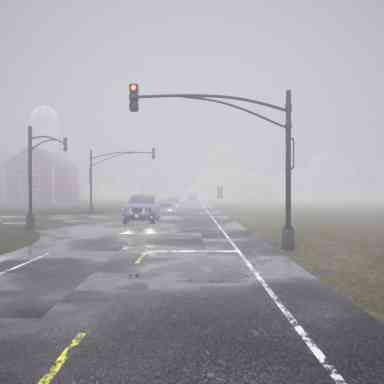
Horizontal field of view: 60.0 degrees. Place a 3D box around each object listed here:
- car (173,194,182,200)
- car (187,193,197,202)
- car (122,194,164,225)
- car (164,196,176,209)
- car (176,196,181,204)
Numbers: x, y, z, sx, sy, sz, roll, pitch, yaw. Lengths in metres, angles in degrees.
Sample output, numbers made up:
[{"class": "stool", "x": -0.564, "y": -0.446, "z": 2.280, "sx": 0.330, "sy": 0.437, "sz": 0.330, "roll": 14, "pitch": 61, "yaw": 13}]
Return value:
[{"class": "car", "x": -3.430, "y": 1.206, "z": 79.340, "sx": 1.994, "sy": 1.385, "sz": 4.181, "roll": 0, "pitch": 0, "yaw": 0}, {"class": "car", "x": 0.066, "y": 1.134, "z": 74.756, "sx": 2.150, "sy": 2.045, "sz": 5.566, "roll": 0, "pitch": 0, "yaw": 0}, {"class": "car", "x": -3.565, "y": 1.184, "z": 24.230, "sx": 2.150, "sy": 2.045, "sz": 5.566, "roll": 0, "pitch": 0, "yaw": 0}, {"class": "car", "x": -3.562, "y": 1.529, "z": 45.044, "sx": 1.994, "sy": 1.385, "sz": 4.181, "roll": 0, "pitch": 0, "yaw": 0}, {"class": "car", "x": -3.500, "y": 1.415, "z": 63.262, "sx": 1.882, "sy": 1.535, "sz": 5.008, "roll": 0, "pitch": 0, "yaw": 0}]
